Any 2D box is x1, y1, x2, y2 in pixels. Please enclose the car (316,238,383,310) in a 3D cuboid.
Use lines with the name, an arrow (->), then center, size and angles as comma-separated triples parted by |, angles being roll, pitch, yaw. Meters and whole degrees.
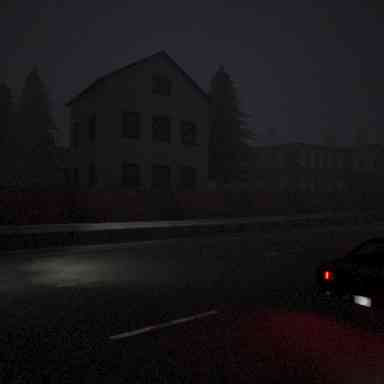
car -> 4.850, 1.667, 7.207 | 4.718, 1.301, 1.895 | 1, 0, -36
